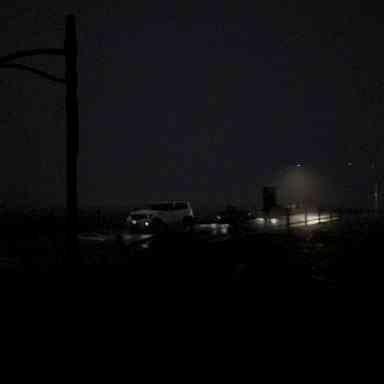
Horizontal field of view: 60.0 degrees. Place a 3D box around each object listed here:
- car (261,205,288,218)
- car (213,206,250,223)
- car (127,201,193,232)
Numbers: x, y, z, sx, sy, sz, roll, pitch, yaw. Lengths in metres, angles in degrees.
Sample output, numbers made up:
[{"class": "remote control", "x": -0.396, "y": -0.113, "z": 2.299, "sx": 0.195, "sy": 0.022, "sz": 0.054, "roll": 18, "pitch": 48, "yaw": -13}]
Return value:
[{"class": "car", "x": 10.111, "y": 2.316, "z": 40.590, "sx": 1.882, "sy": 1.535, "sz": 5.008, "roll": -1, "pitch": -2, "yaw": 37}, {"class": "car", "x": 3.886, "y": 2.144, "z": 32.308, "sx": 2.128, "sy": 1.511, "sz": 4.902, "roll": -1, "pitch": -2, "yaw": 37}, {"class": "car", "x": -2.166, "y": 1.697, "z": 24.246, "sx": 2.150, "sy": 2.045, "sz": 5.566, "roll": -1, "pitch": -2, "yaw": 37}]
